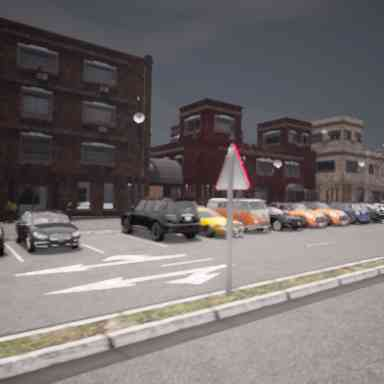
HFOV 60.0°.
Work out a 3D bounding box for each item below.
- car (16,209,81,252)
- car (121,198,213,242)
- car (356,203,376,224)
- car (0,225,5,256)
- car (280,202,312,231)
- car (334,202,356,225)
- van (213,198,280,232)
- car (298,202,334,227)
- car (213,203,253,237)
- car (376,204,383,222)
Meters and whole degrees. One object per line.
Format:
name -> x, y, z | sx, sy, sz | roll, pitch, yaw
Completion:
car -> -6.204, 1.506, 14.132 | 2.231, 1.521, 4.892 | 1, -1, -36
car -> -1.727, 1.310, 17.354 | 2.435, 2.045, 5.566 | 1, 0, -36
car -> 11.772, 1.613, 26.916 | 2.185, 1.767, 4.553 | 1, 0, -36
car -> -8.429, 1.347, 12.498 | 2.185, 1.767, 4.553 | 1, -1, -36
car -> 5.017, 1.647, 22.140 | 2.097, 1.535, 5.008 | 1, 0, -36
car -> 9.491, 1.582, 25.365 | 2.185, 1.767, 4.553 | 1, 0, -36
van -> 2.846, 1.392, 20.440 | 1.878, 1.987, 4.442 | 1, 0, -36
car -> 7.248, 1.551, 23.763 | 2.185, 1.767, 4.553 | 1, 0, -36
car -> 0.640, 1.587, 18.781 | 1.946, 1.575, 5.366 | 1, 0, -36
car -> 14.000, 1.774, 28.537 | 2.231, 1.521, 4.892 | 1, 0, -36
